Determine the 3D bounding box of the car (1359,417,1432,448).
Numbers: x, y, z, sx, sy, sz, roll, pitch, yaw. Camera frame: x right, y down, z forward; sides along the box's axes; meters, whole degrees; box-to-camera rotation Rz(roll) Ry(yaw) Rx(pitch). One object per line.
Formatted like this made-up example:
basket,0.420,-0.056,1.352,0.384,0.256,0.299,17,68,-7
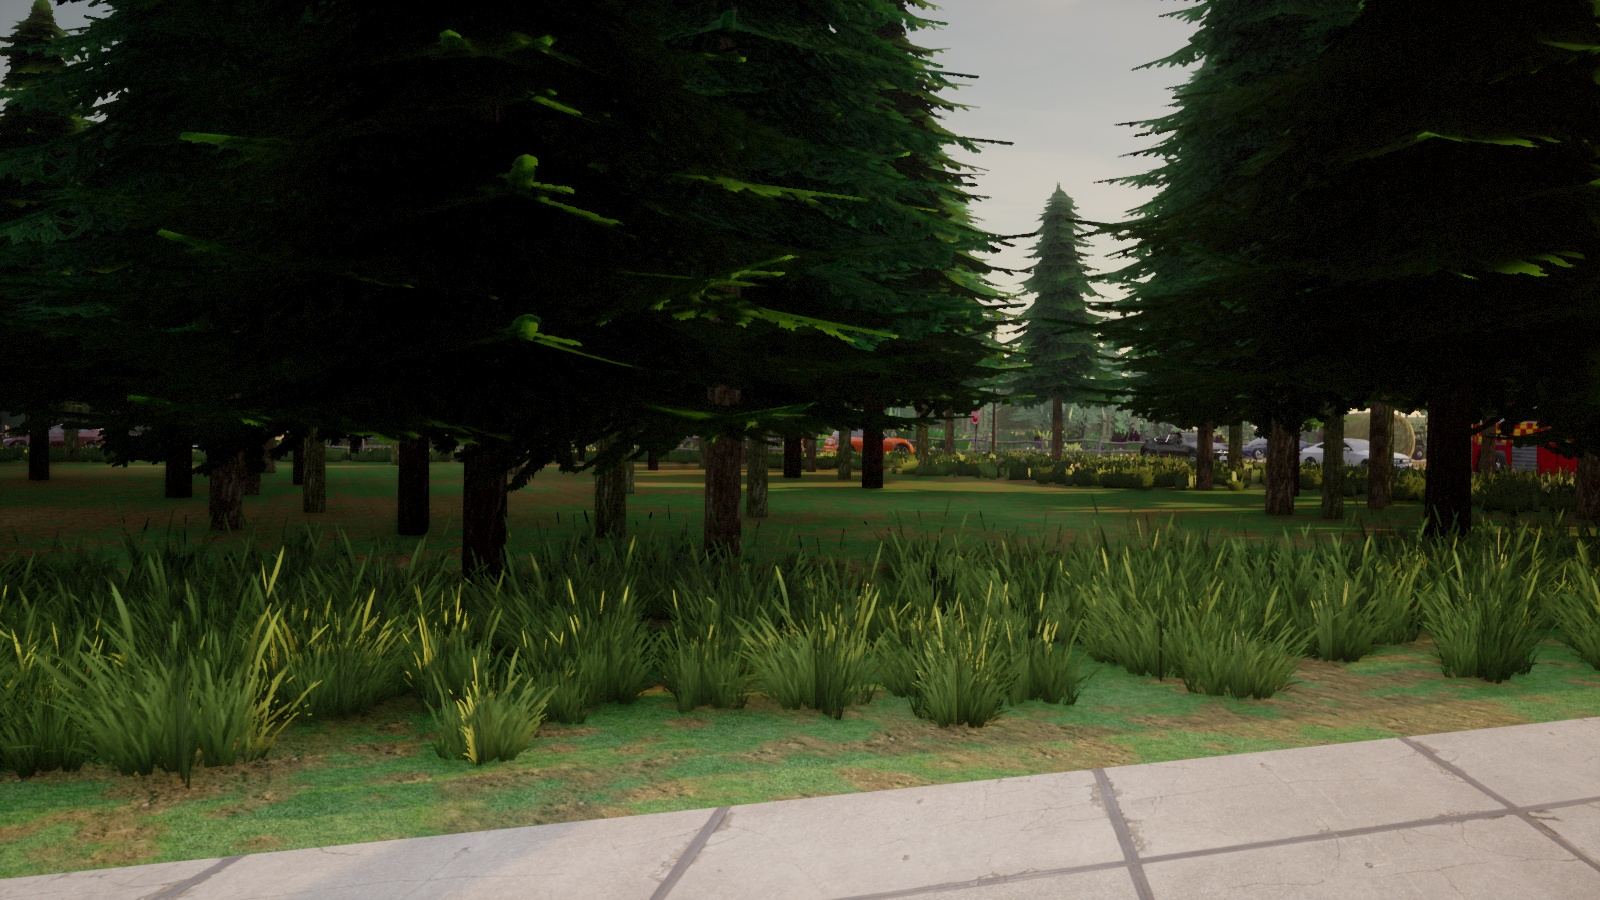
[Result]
car,37.596,-1.110,79.296,3.866,1.878,1.905,-1,1,-18

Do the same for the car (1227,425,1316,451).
car,28.677,-0.763,76.392,4.792,1.488,2.163,-1,1,-18

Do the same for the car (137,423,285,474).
car,-25.410,-0.094,54.405,5.566,2.045,2.150,-1,1,-20

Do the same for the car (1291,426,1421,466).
car,21.358,-0.169,48.465,1.812,1.442,4.674,-1,1,-21

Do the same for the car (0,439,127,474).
car,-32.556,0.271,55.574,4.674,1.442,1.812,-1,1,-20

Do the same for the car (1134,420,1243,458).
car,17.767,-0.528,57.734,2.152,1.651,5.027,-1,1,-21

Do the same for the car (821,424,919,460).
car,3.577,-0.440,64.520,4.553,1.767,2.097,-1,1,-18

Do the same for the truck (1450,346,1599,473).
truck,24.896,-1.245,39.123,2.891,3.827,8.468,-1,1,-21
